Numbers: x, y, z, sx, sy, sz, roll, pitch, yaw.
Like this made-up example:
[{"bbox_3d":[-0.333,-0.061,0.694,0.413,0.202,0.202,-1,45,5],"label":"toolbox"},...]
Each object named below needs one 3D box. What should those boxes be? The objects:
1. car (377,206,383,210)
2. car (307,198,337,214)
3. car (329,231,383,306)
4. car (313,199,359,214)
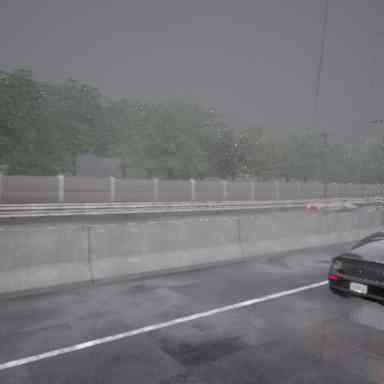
[{"bbox_3d":[18.484,1.610,30.082,4.892,1.490,1.837,0,0,-35],"label":"car"},{"bbox_3d":[14.450,1.456,35.801,4.553,1.767,2.097,0,0,-35],"label":"car"},{"bbox_3d":[4.891,1.582,7.362,4.674,1.442,1.812,0,0,-36],"label":"car"},{"bbox_3d":[13.759,1.636,31.013,4.674,1.442,1.812,0,0,-35],"label":"car"}]
